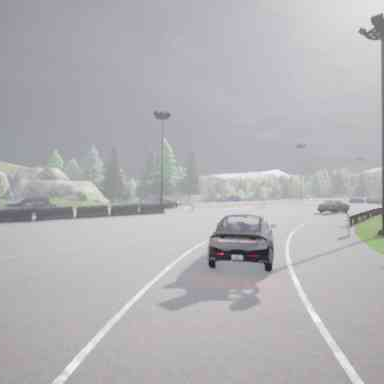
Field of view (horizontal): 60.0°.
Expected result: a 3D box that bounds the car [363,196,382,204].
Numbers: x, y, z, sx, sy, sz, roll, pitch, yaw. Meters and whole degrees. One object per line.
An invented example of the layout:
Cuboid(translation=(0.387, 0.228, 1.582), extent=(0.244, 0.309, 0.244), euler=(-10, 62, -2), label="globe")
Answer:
Cuboid(translation=(38.366, 1.778, 69.815), extent=(2.128, 1.511, 4.902), euler=(-1, -1, 44), label="car")

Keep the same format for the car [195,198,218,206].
Cuboid(translation=(2.981, 2.059, 68.693), extent=(1.837, 1.490, 4.892), euler=(-1, -1, 44), label="car")

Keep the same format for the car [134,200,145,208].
Cuboid(translation=(-6.398, 2.012, 54.166), extent=(2.033, 1.411, 5.357), euler=(-1, -1, 45), label="car")

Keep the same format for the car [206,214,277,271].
Cuboid(translation=(1.725, 1.479, 10.950), extent=(2.128, 1.511, 4.902), euler=(1, 0, 13), label="car")

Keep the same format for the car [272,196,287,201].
Cuboid(translation=(23.791, 1.777, 89.948), extent=(1.812, 1.442, 4.674), euler=(-1, -1, 44), label="car")

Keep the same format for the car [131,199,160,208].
Cuboid(translation=(-8.062, 2.043, 57.738), extent=(4.674, 1.442, 1.812), euler=(0, -1, -43), label="car")

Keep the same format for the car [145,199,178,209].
Cuboid(translation=(-4.354, 1.915, 51.268), extent=(1.837, 1.490, 4.892), euler=(-1, -1, 45), label="car")

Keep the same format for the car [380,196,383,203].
Cuboid(translation=(45.661, 1.737, 77.256), extent=(2.128, 1.511, 4.902), euler=(-1, -1, 44), label="car")

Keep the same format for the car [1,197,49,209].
Cuboid(translation=(-19.919, 1.659, 40.334), extent=(2.150, 2.045, 5.566), euler=(-1, -1, 44), label="car")

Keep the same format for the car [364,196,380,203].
Cuboid(translation=(43.163, 1.790, 79.706), extent=(2.128, 1.511, 4.902), euler=(-1, -1, 44), label="car")

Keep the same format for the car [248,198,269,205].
Cuboid(translation=(15.196, 2.084, 76.177), extent=(2.033, 1.411, 5.357), euler=(-1, -1, 44), label="car")

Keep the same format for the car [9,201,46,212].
Cuboid(translation=(-23.547, 2.078, 47.901), extent=(4.674, 1.442, 1.812), euler=(0, -1, -22), label="car")

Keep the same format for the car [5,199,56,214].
Cuboid(translation=(-17.834, 1.894, 37.470), extent=(1.837, 1.490, 4.892), euler=(-1, -2, 44), label="car")

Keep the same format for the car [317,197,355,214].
Cuboid(translation=(15.475, 1.590, 36.182), extent=(2.033, 1.411, 5.357), euler=(-1, -1, 43), label="car")

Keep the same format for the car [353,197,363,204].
Cuboid(translation=(35.867, 1.783, 72.266), extent=(1.882, 1.535, 5.008), euler=(-1, -1, 44), label="car")

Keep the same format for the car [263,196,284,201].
Cuboid(translation=(17.591, 1.846, 73.626), extent=(2.097, 1.767, 4.553), euler=(-1, -1, 44), label="car")
